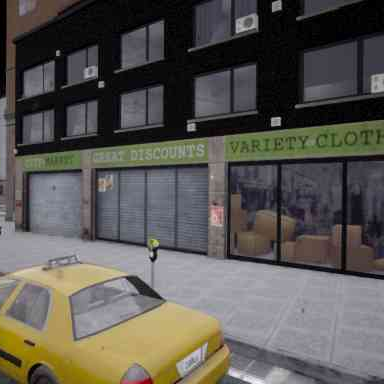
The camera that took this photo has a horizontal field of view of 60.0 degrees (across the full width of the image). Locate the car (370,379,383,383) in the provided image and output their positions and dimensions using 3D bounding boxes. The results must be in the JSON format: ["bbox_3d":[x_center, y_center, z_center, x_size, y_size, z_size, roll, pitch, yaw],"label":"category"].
[{"bbox_3d":[2.810,1.551,1.085,4.403,1.369,2.008,0,1,36],"label":"car"}]

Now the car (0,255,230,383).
[{"bbox_3d":[-1.875,1.524,4.428,4.829,1.417,1.752,0,1,36],"label":"car"}]
